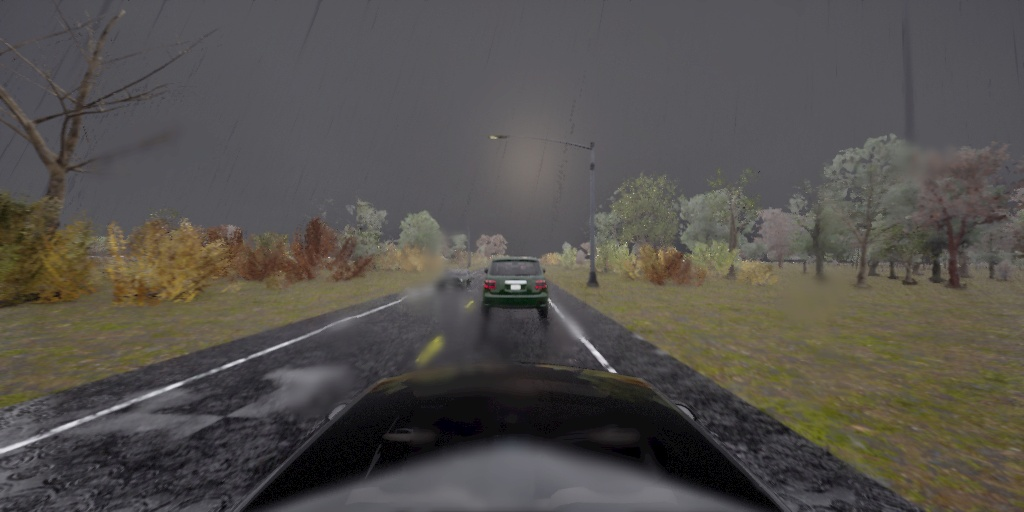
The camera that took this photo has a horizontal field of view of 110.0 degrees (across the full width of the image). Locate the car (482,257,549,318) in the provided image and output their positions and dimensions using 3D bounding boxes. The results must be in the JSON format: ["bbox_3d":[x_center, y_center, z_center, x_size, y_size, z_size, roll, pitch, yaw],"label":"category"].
[{"bbox_3d":[0.117,1.049,13.572,2.150,2.045,5.566,0,0,0],"label":"car"}]

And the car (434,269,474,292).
[{"bbox_3d":[-3.550,1.485,22.688,1.895,1.301,4.718,0,0,0],"label":"car"}]
